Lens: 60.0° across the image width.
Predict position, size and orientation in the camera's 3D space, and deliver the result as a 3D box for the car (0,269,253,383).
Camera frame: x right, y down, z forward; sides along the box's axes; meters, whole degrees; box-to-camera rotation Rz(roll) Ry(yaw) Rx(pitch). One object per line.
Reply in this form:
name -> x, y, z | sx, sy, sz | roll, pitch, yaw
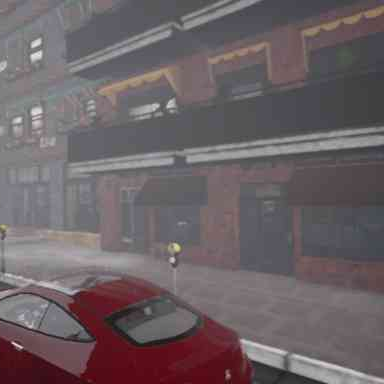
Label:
car -> -1.369, 1.595, 3.868 | 4.206, 1.307, 1.802 | 0, -1, 36
